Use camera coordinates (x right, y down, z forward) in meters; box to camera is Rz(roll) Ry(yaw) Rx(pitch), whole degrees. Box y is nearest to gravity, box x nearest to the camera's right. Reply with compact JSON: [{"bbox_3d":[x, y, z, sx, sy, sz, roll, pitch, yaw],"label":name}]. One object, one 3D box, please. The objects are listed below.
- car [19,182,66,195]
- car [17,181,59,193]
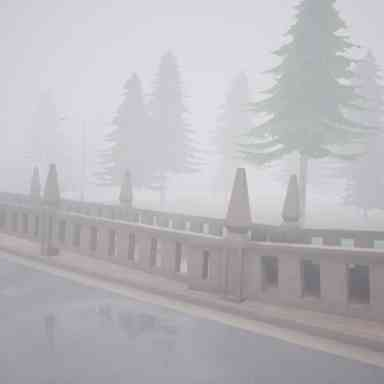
[{"bbox_3d":[-18.184,-0.468,41.439,1.882,1.535,5.008,4,2,37],"label":"car"},{"bbox_3d":[-20.405,-0.630,44.288,1.812,1.442,4.674,4,2,37],"label":"car"}]
